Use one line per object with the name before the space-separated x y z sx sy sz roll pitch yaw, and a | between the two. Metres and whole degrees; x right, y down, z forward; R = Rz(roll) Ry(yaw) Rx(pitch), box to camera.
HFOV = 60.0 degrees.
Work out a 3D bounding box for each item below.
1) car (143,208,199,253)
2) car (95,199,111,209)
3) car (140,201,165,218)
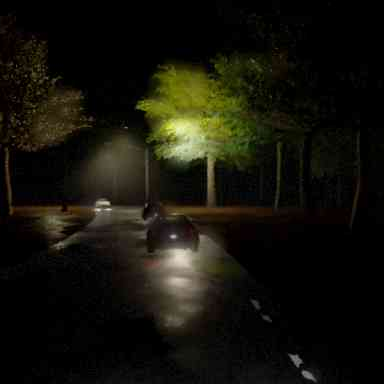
car | -0.870 1.584 13.966 1.994 1.385 4.181 0 0 -6
car | -13.583 1.777 50.652 1.812 1.442 4.674 0 -1 -23
car | -3.427 1.591 29.150 1.837 1.490 4.892 0 0 -12
